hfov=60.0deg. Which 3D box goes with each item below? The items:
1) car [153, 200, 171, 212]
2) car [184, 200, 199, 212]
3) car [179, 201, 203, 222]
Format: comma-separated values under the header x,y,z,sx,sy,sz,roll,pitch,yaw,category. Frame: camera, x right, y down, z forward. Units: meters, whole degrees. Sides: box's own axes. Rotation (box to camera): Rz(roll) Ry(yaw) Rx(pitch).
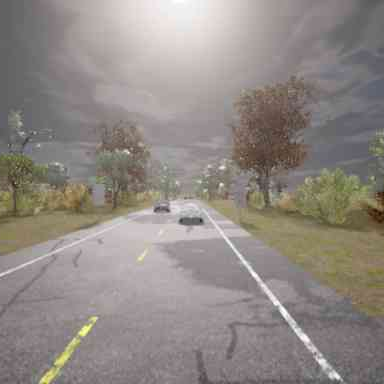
x,y,z,sx,sy,sz,roll,pitch,yaw,category
-3.642,1.721,41.286,1.837,1.490,4.892,0,-1,0,car
-0.079,1.823,44.245,1.895,1.301,4.718,0,0,0,car
-0.077,1.647,27.595,1.812,1.442,4.674,0,0,0,car
